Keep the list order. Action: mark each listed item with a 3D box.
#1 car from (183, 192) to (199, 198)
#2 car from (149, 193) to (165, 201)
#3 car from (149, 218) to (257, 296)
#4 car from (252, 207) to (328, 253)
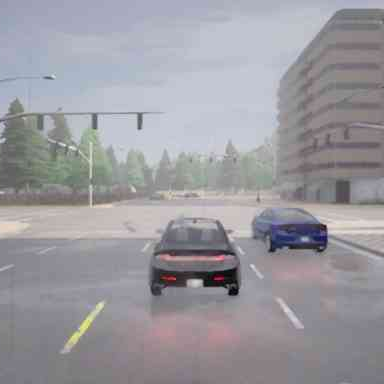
[{"bbox_3d":[-0.229,0.721,74.788,1.994,1.385,4.181,0,1,31],"label":"car"},{"bbox_3d":[-6.197,0.885,59.529,2.033,1.411,5.357,0,1,9],"label":"car"},{"bbox_3d":[0.068,1.397,8.387,2.128,1.511,4.902,0,1,0],"label":"car"},{"bbox_3d":[3.587,1.331,13.032,1.882,1.535,5.008,0,1,0],"label":"car"}]
